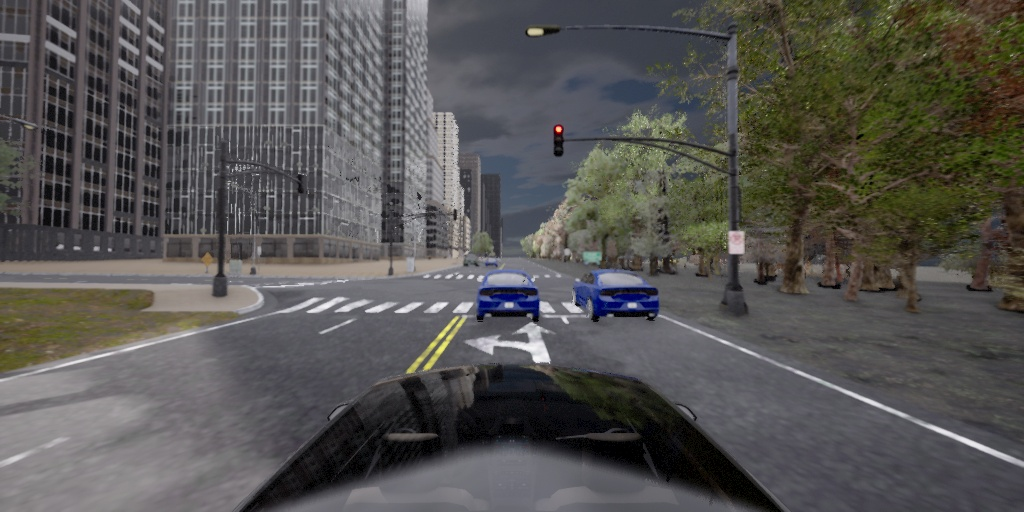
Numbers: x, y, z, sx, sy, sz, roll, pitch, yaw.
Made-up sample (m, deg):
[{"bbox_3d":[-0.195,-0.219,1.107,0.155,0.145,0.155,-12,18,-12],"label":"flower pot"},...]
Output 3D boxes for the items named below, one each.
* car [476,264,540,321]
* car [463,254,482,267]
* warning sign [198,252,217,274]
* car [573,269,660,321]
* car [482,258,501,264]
[{"bbox_3d":[-0.191,1.188,12.289,1.882,1.535,5.008,0,0,-3],"label":"car"},{"bbox_3d":[-6.545,0.760,57.818,2.150,2.045,5.566,0,0,1],"label":"car"},{"bbox_3d":[-26.161,0.609,30.751,1.060,1.860,1.300,0,0,-4],"label":"warning sign"},{"bbox_3d":[3.307,1.179,12.285,1.882,1.535,5.008,-1,0,0],"label":"car"},{"bbox_3d":[-3.297,1.018,57.924,1.882,1.535,5.008,0,0,1],"label":"car"}]
